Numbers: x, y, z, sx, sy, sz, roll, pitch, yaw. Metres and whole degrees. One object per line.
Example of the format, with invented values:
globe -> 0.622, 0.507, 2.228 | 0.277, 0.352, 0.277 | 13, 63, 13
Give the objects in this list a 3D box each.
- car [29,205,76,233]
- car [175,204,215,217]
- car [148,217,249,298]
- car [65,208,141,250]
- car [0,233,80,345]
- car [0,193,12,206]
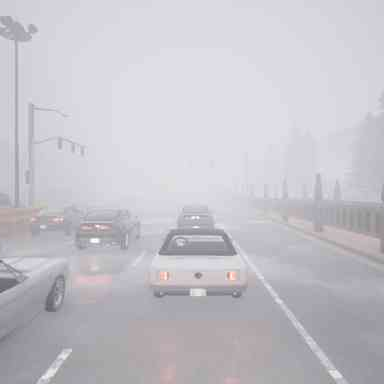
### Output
car -> -6.843, 1.406, 17.518 | 1.812, 1.442, 4.674 | 0, 0, -1
car -> 0.187, 1.385, 17.612 | 1.837, 1.490, 4.892 | 0, 0, 0
car -> 0.131, 1.549, 8.352 | 1.895, 1.301, 4.718 | 0, 0, 0
car -> -3.337, 1.412, 13.889 | 1.837, 1.490, 4.892 | 0, 0, 0
car -> -3.385, 1.576, 4.663 | 1.895, 1.301, 4.718 | 0, 0, 0
car -> -13.892, 1.058, 21.453 | 2.150, 2.045, 5.566 | 0, 0, 0
